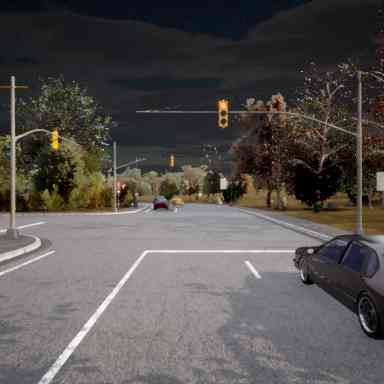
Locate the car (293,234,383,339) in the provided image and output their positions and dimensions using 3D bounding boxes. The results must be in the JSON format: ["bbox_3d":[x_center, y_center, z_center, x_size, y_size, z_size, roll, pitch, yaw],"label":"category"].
[{"bbox_3d":[3.610,1.548,6.492,2.033,1.411,5.357,0,0,0],"label":"car"}]

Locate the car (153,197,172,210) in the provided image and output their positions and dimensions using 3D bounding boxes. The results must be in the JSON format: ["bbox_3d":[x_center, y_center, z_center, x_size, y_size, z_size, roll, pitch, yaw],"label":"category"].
[{"bbox_3d":[-3.967,1.684,43.420,1.895,1.301,4.718,0,-1,-2],"label":"car"}]

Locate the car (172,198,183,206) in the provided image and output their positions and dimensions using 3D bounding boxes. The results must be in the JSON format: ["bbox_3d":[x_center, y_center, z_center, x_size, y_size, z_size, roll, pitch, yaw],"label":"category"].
[{"bbox_3d":[-3.080,1.977,66.553,1.882,1.535,5.008,0,-1,-12],"label":"car"}]

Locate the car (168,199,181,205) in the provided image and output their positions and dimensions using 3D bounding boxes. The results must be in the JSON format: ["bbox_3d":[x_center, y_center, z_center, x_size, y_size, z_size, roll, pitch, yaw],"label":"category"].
[{"bbox_3d":[-4.412,2.377,83.344,1.812,1.442,4.674,0,-1,-22],"label":"car"}]
